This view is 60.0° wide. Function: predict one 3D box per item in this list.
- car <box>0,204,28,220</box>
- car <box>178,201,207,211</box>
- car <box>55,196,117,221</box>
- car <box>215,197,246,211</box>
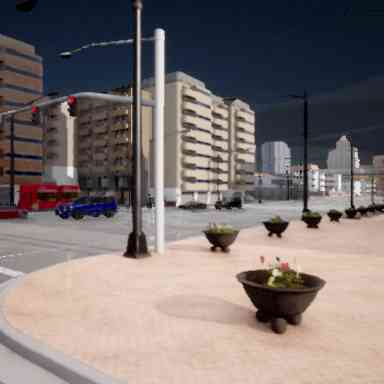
[{"bbox_3d":[-15.426,1.616,26.552,1.994,1.385,4.181,0,0,35],"label":"car"},{"bbox_3d":[0.136,1.971,48.685,2.033,1.411,5.357,0,-1,35],"label":"car"},{"bbox_3d":[-9.157,1.348,29.381,2.150,2.045,5.566,0,-1,35],"label":"car"},{"bbox_3d":[5.587,1.719,50.297,2.150,2.045,5.566,0,-1,36],"label":"car"}]
